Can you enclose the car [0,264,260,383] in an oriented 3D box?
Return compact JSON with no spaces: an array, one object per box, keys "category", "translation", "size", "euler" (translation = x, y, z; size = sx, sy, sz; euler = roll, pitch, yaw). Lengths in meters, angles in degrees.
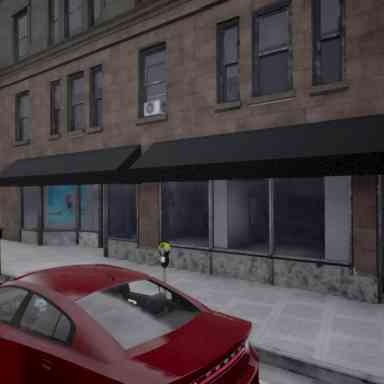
[{"category":"car","translation":[-1.468,1.545,3.893],"size":[4.507,1.381,1.887],"euler":[0,0,35]}]
